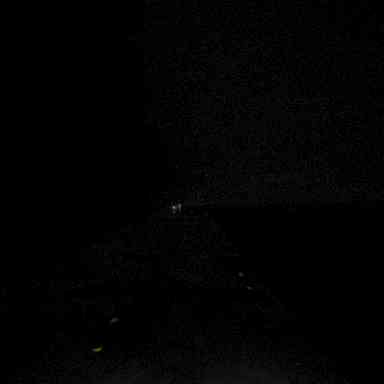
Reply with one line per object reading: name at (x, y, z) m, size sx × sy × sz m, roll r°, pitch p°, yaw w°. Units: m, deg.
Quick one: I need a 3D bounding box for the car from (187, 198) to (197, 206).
car at (-0.013, 1.803, 60.457) m, size 1.837 × 1.490 × 4.892 m, roll 0°, pitch -1°, yaw 0°

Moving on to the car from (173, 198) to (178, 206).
car at (-2.764, 1.898, 66.975) m, size 1.812 × 1.442 × 4.674 m, roll 0°, pitch -1°, yaw 0°

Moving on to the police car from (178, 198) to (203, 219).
police car at (-0.006, 1.455, 30.093) m, size 1.930 × 1.638 × 5.238 m, roll 0°, pitch 0°, yaw 0°
